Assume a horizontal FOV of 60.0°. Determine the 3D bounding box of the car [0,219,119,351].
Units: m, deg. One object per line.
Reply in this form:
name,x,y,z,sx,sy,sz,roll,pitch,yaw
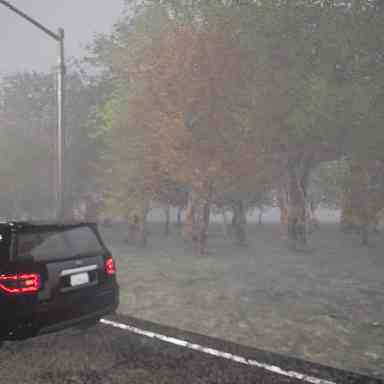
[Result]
car,-3.900,1.629,6.547,5.566,2.045,2.150,-6,-5,34
